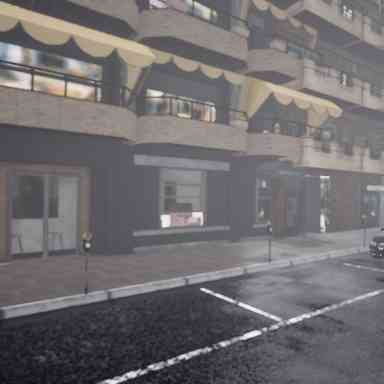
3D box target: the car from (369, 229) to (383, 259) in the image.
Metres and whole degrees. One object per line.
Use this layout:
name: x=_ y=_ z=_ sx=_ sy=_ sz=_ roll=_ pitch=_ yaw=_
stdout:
car: x=7.960 y=1.654 z=11.722 sx=4.403 sy=1.369 sz=2.008 roll=1 pitch=0 yaw=-35
